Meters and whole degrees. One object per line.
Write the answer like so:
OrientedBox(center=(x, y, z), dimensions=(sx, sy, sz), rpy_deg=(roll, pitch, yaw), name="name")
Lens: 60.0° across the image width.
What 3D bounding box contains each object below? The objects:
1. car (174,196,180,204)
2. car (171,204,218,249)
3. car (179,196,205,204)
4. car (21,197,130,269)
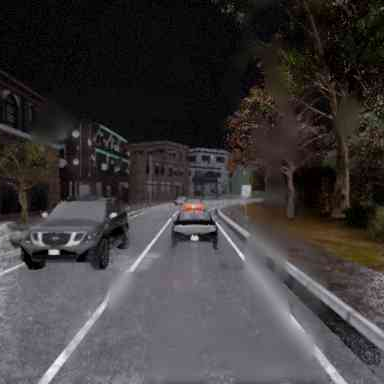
OrientedBox(center=(-1.672, 1.467, 54.177), dimensions=(2.128, 1.511, 4.902), rpy_deg=(0, 0, 8), name="car")
OrientedBox(center=(0.102, 1.489, 14.635), dimensions=(2.128, 1.511, 4.902), rpy_deg=(0, 0, 0), name="car")
OrientedBox(center=(0.195, 1.343, 31.763), dimensions=(2.097, 1.767, 4.553), rpy_deg=(0, 0, 1), name="car")
OrientedBox(center=(-3.598, 1.219, 11.445), dimensions=(2.150, 2.045, 5.566), rpy_deg=(0, 0, 0), name="car")
